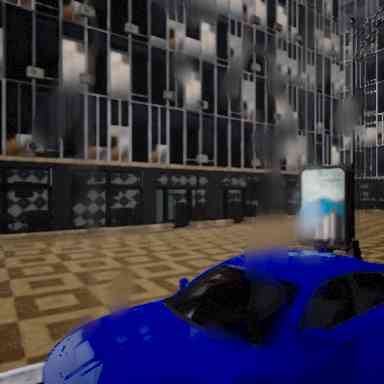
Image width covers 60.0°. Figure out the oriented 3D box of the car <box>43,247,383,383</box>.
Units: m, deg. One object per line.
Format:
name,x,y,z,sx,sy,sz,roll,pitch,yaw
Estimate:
car,0.995,1.478,3.784,5.008,1.535,1.882,0,0,-36
